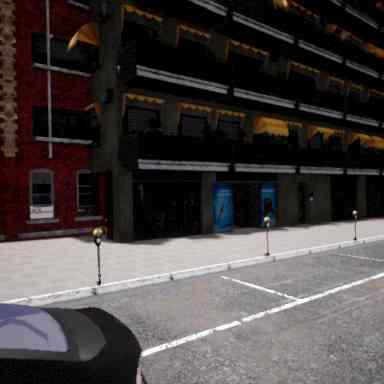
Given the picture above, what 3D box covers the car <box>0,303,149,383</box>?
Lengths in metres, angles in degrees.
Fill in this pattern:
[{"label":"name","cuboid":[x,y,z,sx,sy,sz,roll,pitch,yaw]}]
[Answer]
[{"label":"car","cuboid":[-2.523,1.492,1.532,4.902,1.511,2.128,0,0,-36]}]
